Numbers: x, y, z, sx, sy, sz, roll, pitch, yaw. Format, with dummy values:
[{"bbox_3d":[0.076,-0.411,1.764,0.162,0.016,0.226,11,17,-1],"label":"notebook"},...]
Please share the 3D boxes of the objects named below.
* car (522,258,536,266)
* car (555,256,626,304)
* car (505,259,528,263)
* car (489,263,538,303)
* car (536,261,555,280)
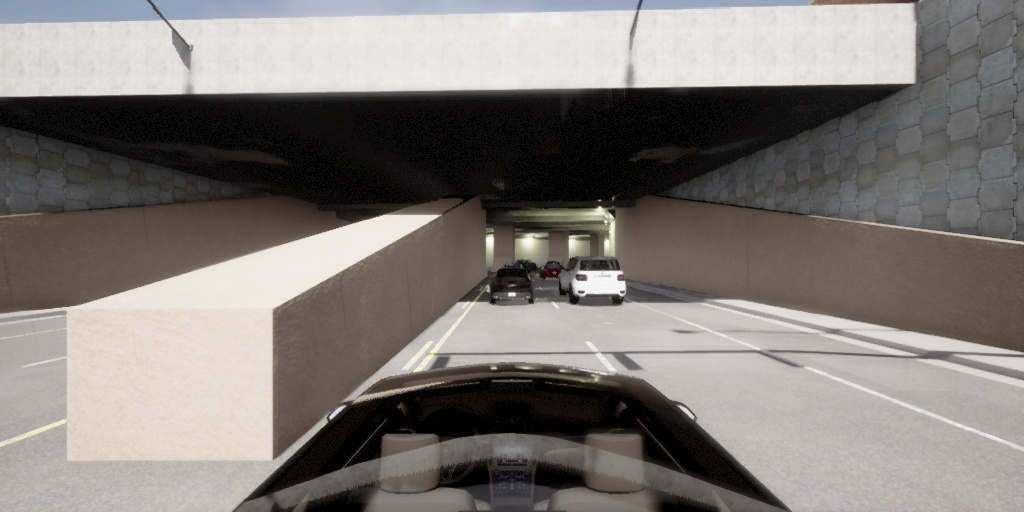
[{"bbox_3d":[1.721,1.117,44.796,2.097,1.767,4.553,0,0,18],"label":"car"},{"bbox_3d":[3.500,1.008,16.530,2.150,2.045,5.566,0,0,0],"label":"car"},{"bbox_3d":[0.000,1.246,31.500,2.128,1.511,4.902,0,0,0],"label":"car"},{"bbox_3d":[0.000,1.267,16.500,1.837,1.490,4.892,0,0,0],"label":"car"},{"bbox_3d":[3.500,1.323,31.500,1.994,1.385,4.181,0,0,0],"label":"car"}]
